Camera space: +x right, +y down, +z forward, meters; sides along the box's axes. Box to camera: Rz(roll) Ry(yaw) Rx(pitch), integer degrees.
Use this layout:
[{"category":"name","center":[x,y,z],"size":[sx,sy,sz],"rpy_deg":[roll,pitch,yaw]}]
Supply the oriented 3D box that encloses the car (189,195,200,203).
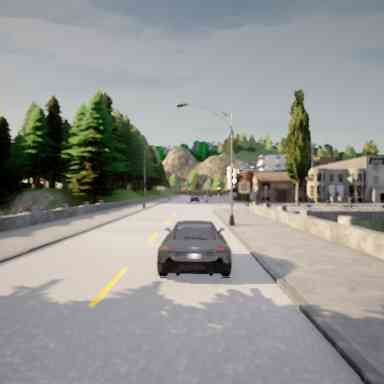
[{"category":"car","center":[0.589,1.402,66.840],"size":[1.837,1.490,4.892],"rpy_deg":[0,0,1]}]

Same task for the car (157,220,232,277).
[{"category":"car","center":[0.079,1.553,10.205],"size":[1.994,1.385,4.181],"rpy_deg":[0,0,1]}]
